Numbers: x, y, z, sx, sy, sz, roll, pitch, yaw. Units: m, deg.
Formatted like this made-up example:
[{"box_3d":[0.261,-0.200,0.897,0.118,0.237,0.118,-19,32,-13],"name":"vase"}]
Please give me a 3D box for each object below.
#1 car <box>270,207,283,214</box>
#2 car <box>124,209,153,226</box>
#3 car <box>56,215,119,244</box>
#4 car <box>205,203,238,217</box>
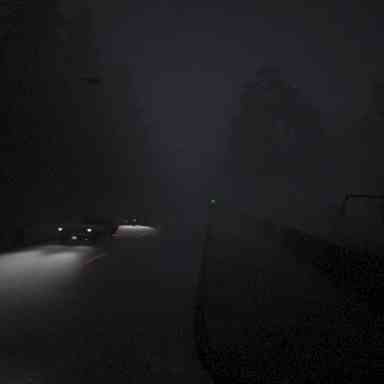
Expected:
[{"box_3d":[17.184,3.679,67.729,1.994,1.381,4.181,2,-2,3],"name":"car"},{"box_3d":[-4.817,2.281,30.457,1.994,1.385,4.181,2,-2,3],"name":"car"},{"box_3d":[-5.526,1.957,18.134,1.895,1.301,4.718,2,-2,3],"name":"car"},{"box_3d":[4.516,2.756,50.262,5.566,2.045,2.150,2,-3,-34],"name":"car"}]
